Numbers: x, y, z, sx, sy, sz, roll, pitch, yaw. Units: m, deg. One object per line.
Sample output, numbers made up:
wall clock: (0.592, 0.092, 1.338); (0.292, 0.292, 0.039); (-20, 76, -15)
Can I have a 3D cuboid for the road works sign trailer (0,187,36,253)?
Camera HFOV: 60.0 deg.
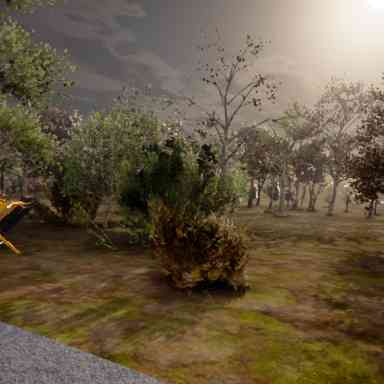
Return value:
road works sign trailer: (-7.412, 1.194, 13.061); (2.880, 2.380, 3.560); (46, -7, -7)
